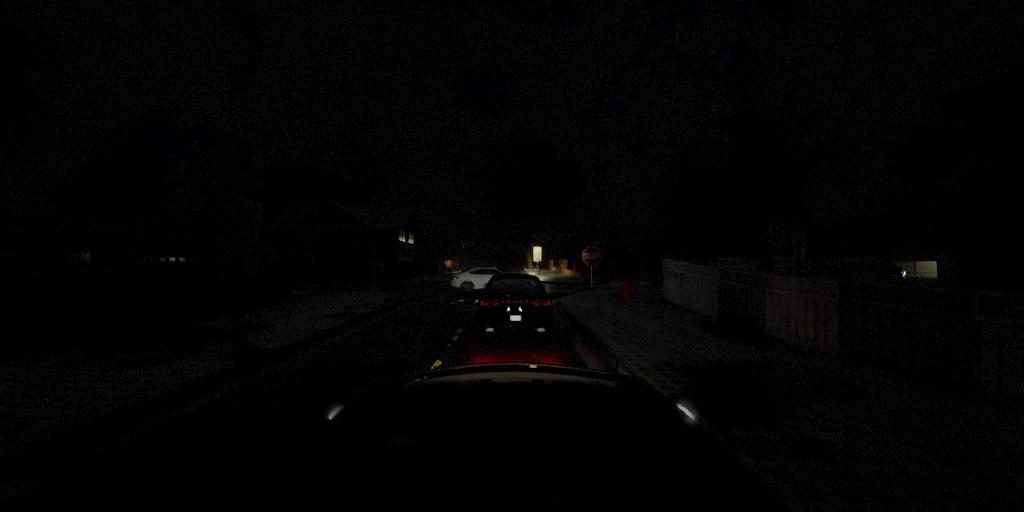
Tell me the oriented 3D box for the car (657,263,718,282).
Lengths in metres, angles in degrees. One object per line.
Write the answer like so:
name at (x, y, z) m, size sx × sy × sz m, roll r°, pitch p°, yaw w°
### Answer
car at (12.139, 1.149, 23.476) m, size 5.008 × 1.535 × 1.882 m, roll -1°, pitch -2°, yaw 1°

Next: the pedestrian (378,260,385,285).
pedestrian at (-9.719, 1.201, 26.635) m, size 0.375 × 1.860 × 0.375 m, roll 0°, pitch -1°, yaw 1°

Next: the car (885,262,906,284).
car at (22.564, 1.047, 23.362) m, size 4.892 × 1.490 × 1.837 m, roll -1°, pitch -2°, yaw 0°

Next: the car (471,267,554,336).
car at (0.079, 1.242, 10.497) m, size 1.882 × 1.535 × 5.008 m, roll 0°, pitch 0°, yaw 0°

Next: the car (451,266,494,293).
car at (-1.171, 1.315, 20.631) m, size 4.674 × 1.442 × 1.812 m, roll -1°, pitch 0°, yaw 1°
